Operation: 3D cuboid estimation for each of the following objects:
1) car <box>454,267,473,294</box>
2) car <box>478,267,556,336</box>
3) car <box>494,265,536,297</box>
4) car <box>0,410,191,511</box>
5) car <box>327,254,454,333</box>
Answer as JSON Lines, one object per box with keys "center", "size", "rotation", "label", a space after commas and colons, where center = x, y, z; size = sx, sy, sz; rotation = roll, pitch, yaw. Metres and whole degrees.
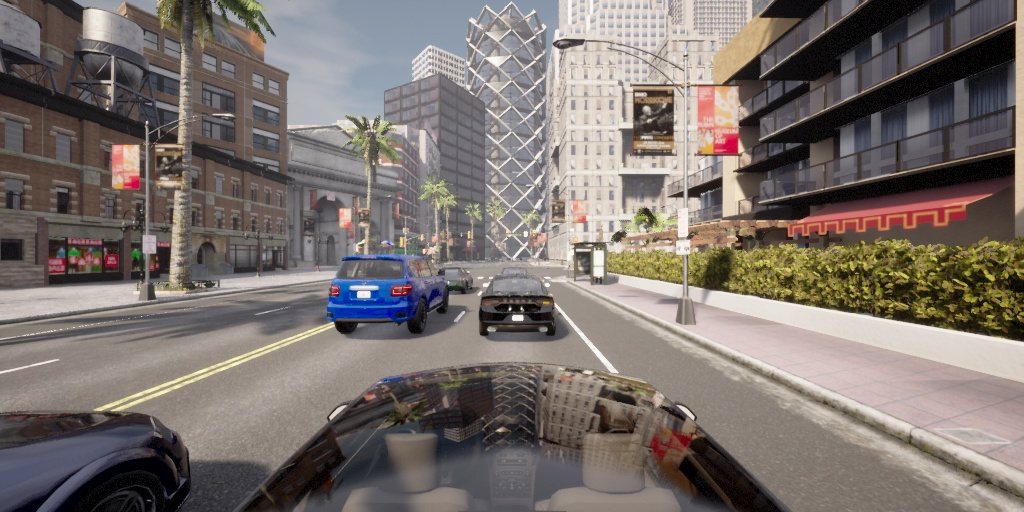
{"center": [-3.350, 1.314, 20.235], "size": [1.994, 1.385, 4.181], "rotation": [0, 0, 0], "label": "car"}
{"center": [0.131, 1.228, 10.471], "size": [1.882, 1.535, 5.008], "rotation": [0, 0, 0], "label": "car"}
{"center": [0.144, 1.297, 20.061], "size": [2.033, 1.411, 5.357], "rotation": [0, 0, 0], "label": "car"}
{"center": [-3.341, 1.314, 0.867], "size": [1.994, 1.385, 4.181], "rotation": [0, 0, 0], "label": "car"}
{"center": [-3.376, 0.971, 10.876], "size": [2.150, 2.045, 5.566], "rotation": [0, 0, 0], "label": "car"}
